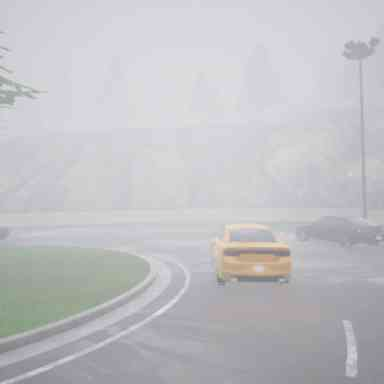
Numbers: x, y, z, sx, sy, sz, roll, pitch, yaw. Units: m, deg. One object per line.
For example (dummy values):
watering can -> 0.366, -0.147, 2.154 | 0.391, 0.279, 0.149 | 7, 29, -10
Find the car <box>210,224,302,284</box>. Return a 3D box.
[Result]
car -> 1.635, 1.726, 10.368 | 1.882, 1.535, 5.008 | 0, -1, 1

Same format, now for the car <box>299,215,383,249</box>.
car -> 7.108, 1.834, 16.275 | 1.812, 1.442, 4.674 | 0, -2, -21

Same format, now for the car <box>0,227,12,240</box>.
car -> -12.746, 2.294, 18.468 | 4.718, 1.301, 1.895 | 0, -2, -25
